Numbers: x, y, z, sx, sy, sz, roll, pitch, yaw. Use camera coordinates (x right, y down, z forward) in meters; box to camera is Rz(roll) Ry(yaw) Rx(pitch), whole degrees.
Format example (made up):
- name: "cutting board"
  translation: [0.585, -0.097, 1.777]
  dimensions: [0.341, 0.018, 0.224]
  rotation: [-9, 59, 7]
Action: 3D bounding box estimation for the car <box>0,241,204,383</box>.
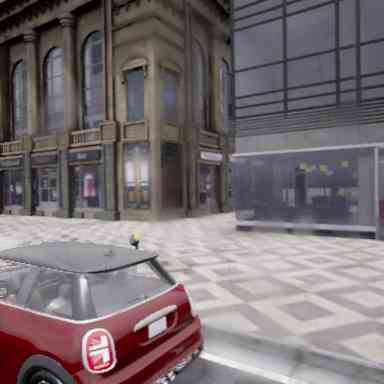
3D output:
- name: "car"
  translation: [-1.982, 1.394, 4.394]
  dimensions: [4.097, 1.590, 1.967]
  rotation: [0, 1, 33]
